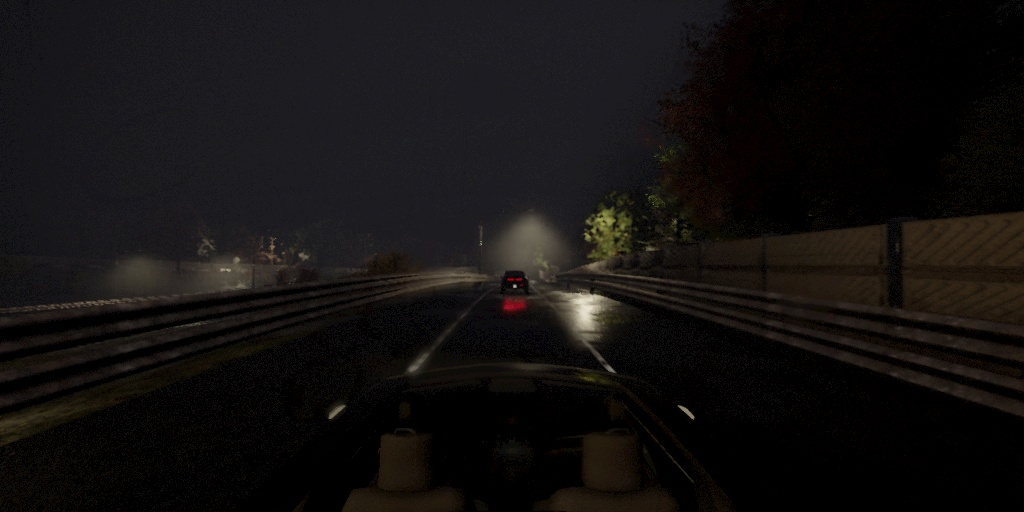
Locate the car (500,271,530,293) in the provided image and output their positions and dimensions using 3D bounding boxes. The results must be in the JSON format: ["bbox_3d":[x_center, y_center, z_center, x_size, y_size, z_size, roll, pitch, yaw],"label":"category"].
[{"bbox_3d":[0.199,1.773,24.970,1.837,1.490,4.892,0,-3,1],"label":"car"}]
